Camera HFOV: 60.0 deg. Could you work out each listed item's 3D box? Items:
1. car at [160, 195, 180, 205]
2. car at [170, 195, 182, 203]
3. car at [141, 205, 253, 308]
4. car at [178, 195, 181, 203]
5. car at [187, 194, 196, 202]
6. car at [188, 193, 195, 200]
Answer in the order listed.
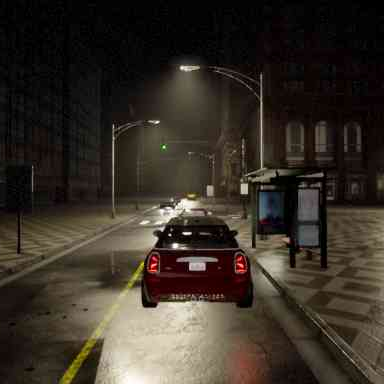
[{"bbox_3d":[-3.143,1.491,44.307,2.033,1.411,5.357,0,0,0],"label":"car"},{"bbox_3d":[-3.109,1.378,64.863,2.128,1.511,4.902,0,0,0],"label":"car"},{"bbox_3d":[0.092,1.352,8.088,2.097,1.767,4.553,0,0,0],"label":"car"},{"bbox_3d":[-3.146,1.409,54.252,2.128,1.511,4.902,0,0,0],"label":"car"},{"bbox_3d":[-0.075,1.442,74.322,1.895,1.301,4.718,0,0,0],"label":"car"},{"bbox_3d":[-0.085,1.128,84.297,1.882,1.535,5.008,0,0,0],"label":"car"}]
